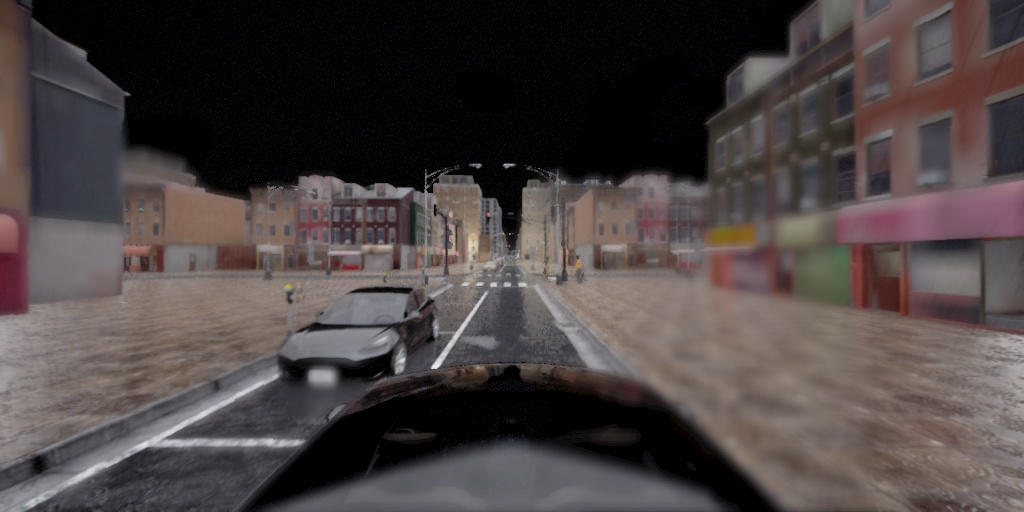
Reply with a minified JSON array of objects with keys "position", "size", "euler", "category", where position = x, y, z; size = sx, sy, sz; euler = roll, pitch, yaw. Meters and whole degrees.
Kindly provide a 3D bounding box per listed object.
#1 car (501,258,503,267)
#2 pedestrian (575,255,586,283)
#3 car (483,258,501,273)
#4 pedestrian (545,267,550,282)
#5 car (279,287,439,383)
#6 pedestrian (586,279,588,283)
[{"position":[-2.652,1.308,50.550],"size":[1.888,1.381,4.507],"euler":[0,0,0],"category":"car"},{"position":[4.459,0.873,23.485],"size":[0.375,1.860,0.375],"euler":[0,0,0],"category":"pedestrian"},{"position":[-2.650,1.280,44.775],"size":[1.751,1.417,4.829],"euler":[0,0,0],"category":"car"},{"position":[2.508,1.260,24.682],"size":[0.500,1.100,0.500],"euler":[0,0,0],"category":"pedestrian"},{"position":[-2.639,1.312,7.176],"size":[1.948,1.339,4.313],"euler":[0,0,0],"category":"car"},{"position":[4.850,1.144,24.083],"size":[0.375,1.300,0.375],"euler":[0,0,0],"category":"pedestrian"}]
